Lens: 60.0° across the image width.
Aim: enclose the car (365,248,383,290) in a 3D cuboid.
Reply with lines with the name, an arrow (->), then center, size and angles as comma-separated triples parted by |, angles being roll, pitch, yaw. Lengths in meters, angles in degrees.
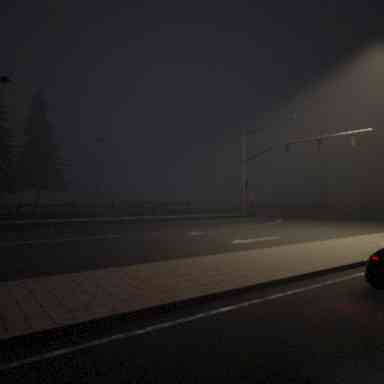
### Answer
car -> 6.112, 1.647, 8.133 | 4.181, 1.385, 1.994 | 0, 0, -35
